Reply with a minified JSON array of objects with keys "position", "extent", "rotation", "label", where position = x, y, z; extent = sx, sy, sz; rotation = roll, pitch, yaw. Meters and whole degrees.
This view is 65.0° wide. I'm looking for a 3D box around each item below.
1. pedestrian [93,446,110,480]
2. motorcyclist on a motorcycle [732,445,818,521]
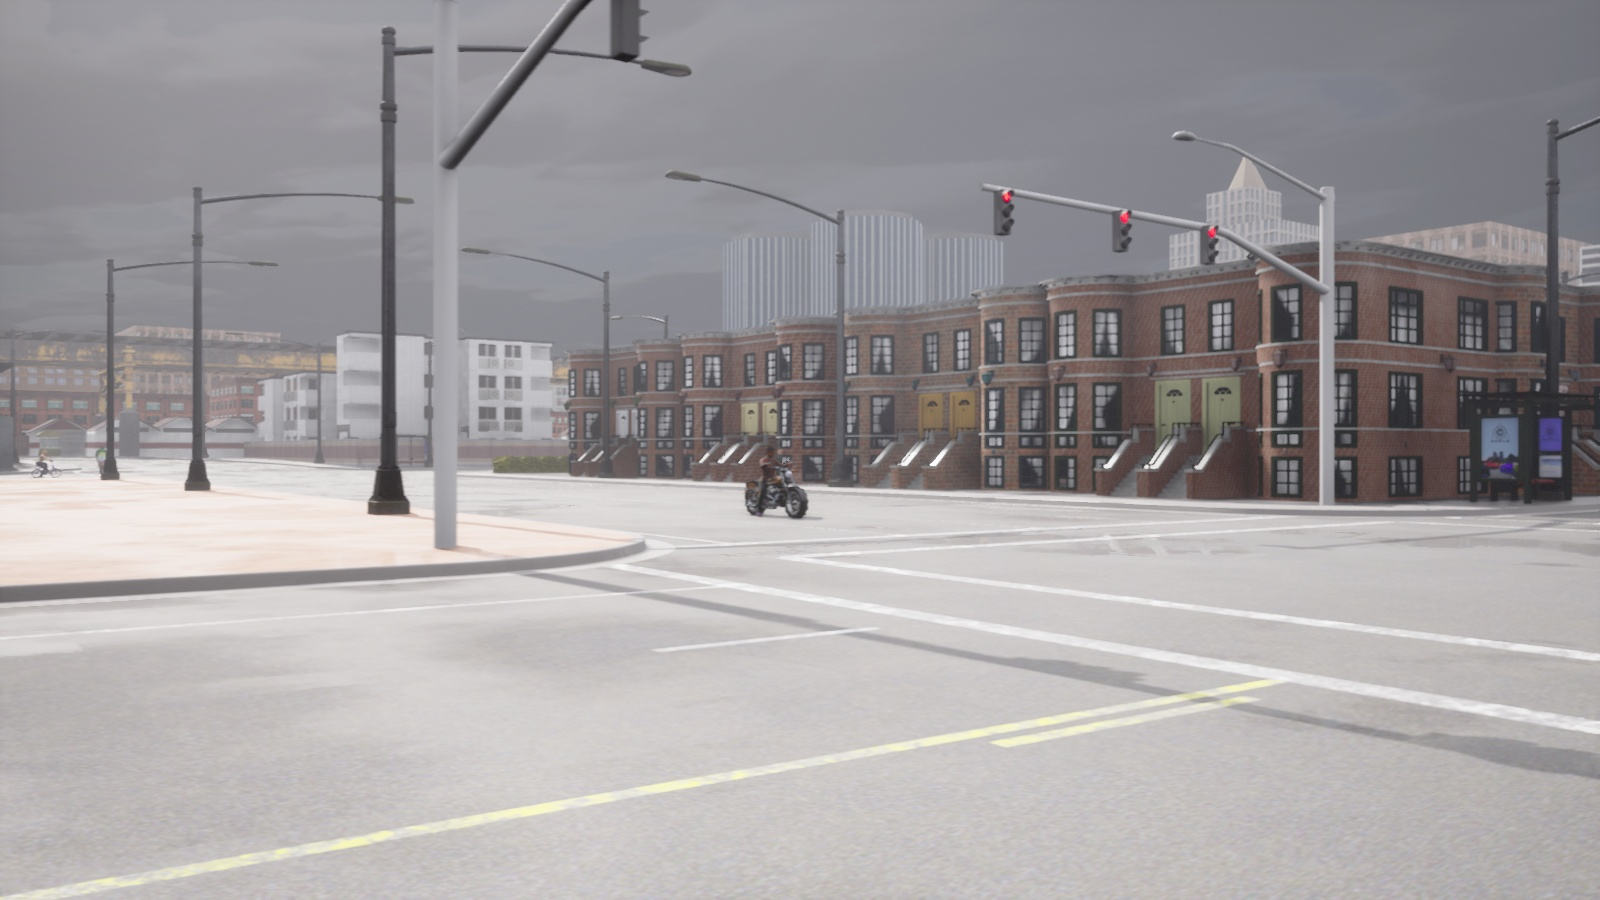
[{"position":[-41.171,0.772,74.029],"extent":[0.659,1.952,0.873],"rotation":[0,0,-41],"label":"pedestrian"},{"position":[-0.601,0.718,28.430],"extent":[0.766,1.649,2.350],"rotation":[0,0,-35],"label":"motorcyclist on a motorcycle"}]
